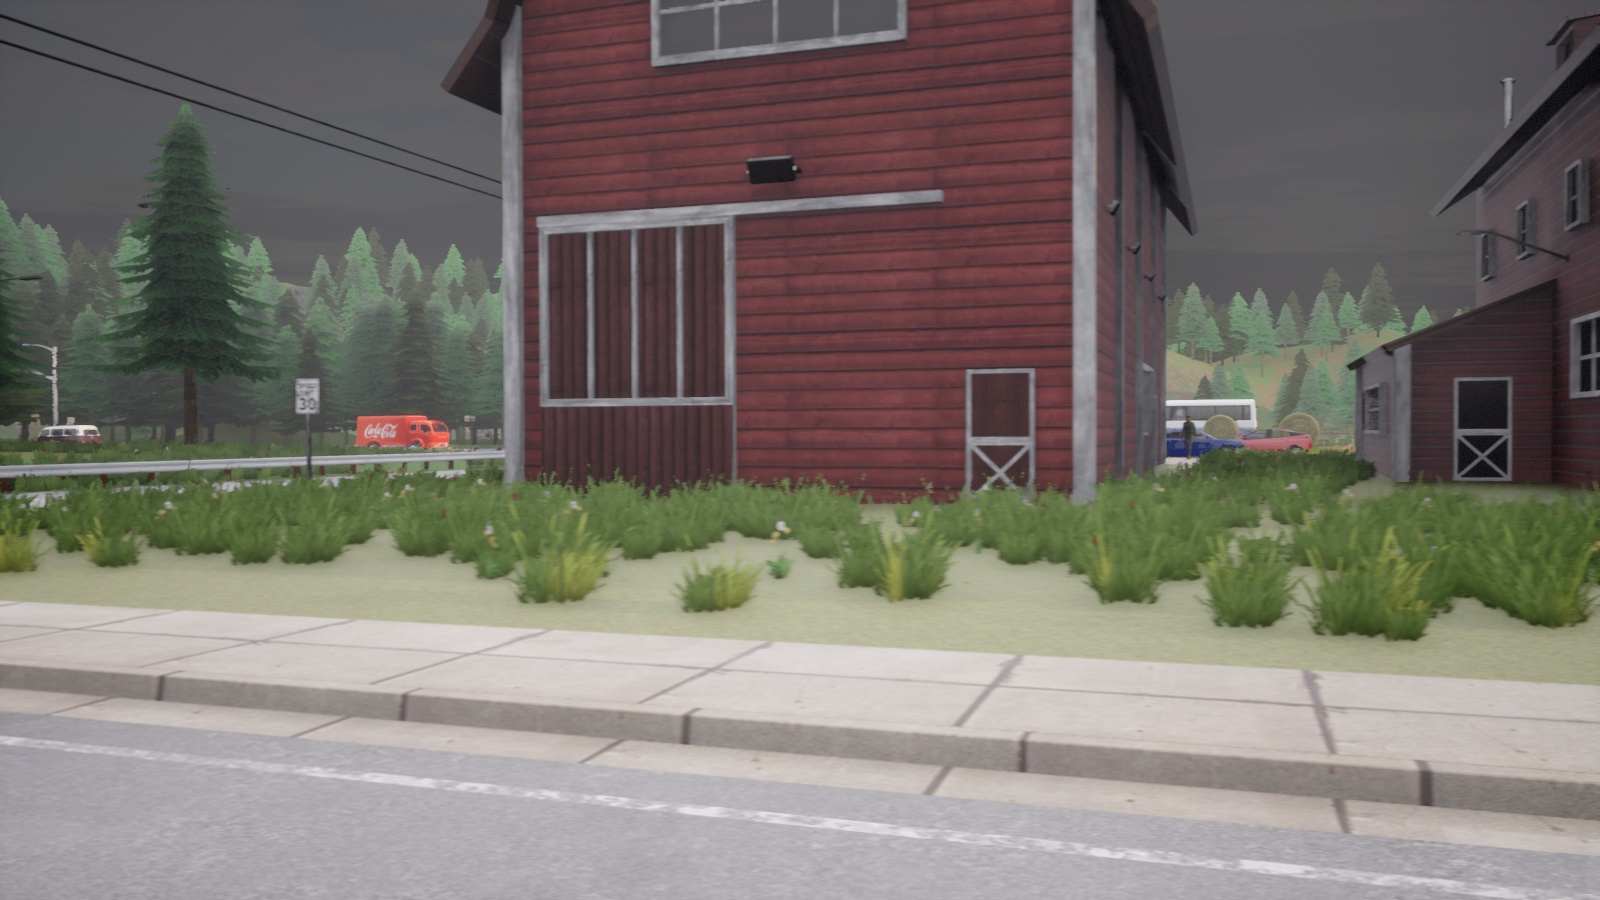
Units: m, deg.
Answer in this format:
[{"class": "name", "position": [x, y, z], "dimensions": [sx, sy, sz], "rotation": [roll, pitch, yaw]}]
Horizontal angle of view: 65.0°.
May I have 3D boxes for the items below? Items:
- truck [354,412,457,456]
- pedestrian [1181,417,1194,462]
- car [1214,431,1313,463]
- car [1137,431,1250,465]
[{"class": "truck", "position": [-23.130, -0.952, 73.610], "dimensions": [5.204, 2.467, 2.627], "rotation": [1, 1, 19]}, {"class": "pedestrian", "position": [15.826, -0.423, 51.274], "dimensions": [0.353, 1.847, 0.614], "rotation": [1, 1, 31]}, {"class": "car", "position": [22.788, -0.159, 61.884], "dimensions": [4.514, 1.525, 2.007], "rotation": [1, 1, 19]}, {"class": "car", "position": [18.647, -0.107, 59.585], "dimensions": [5.008, 1.535, 1.882], "rotation": [1, 1, 19]}]
